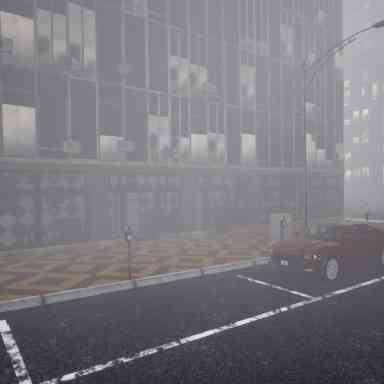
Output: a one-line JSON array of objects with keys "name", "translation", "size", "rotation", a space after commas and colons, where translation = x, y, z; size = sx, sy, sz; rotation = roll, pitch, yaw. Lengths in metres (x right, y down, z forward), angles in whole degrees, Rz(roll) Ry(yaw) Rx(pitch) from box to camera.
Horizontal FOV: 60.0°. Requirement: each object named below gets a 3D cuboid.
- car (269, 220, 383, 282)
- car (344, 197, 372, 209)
[{"name": "car", "translation": [4.158, 1.542, 9.721], "size": [4.507, 1.381, 1.887], "rotation": [0, -1, -36]}, {"name": "car", "translation": [18.691, 1.275, 39.604], "size": [1.752, 1.417, 4.829], "rotation": [-1, 1, -35]}]
